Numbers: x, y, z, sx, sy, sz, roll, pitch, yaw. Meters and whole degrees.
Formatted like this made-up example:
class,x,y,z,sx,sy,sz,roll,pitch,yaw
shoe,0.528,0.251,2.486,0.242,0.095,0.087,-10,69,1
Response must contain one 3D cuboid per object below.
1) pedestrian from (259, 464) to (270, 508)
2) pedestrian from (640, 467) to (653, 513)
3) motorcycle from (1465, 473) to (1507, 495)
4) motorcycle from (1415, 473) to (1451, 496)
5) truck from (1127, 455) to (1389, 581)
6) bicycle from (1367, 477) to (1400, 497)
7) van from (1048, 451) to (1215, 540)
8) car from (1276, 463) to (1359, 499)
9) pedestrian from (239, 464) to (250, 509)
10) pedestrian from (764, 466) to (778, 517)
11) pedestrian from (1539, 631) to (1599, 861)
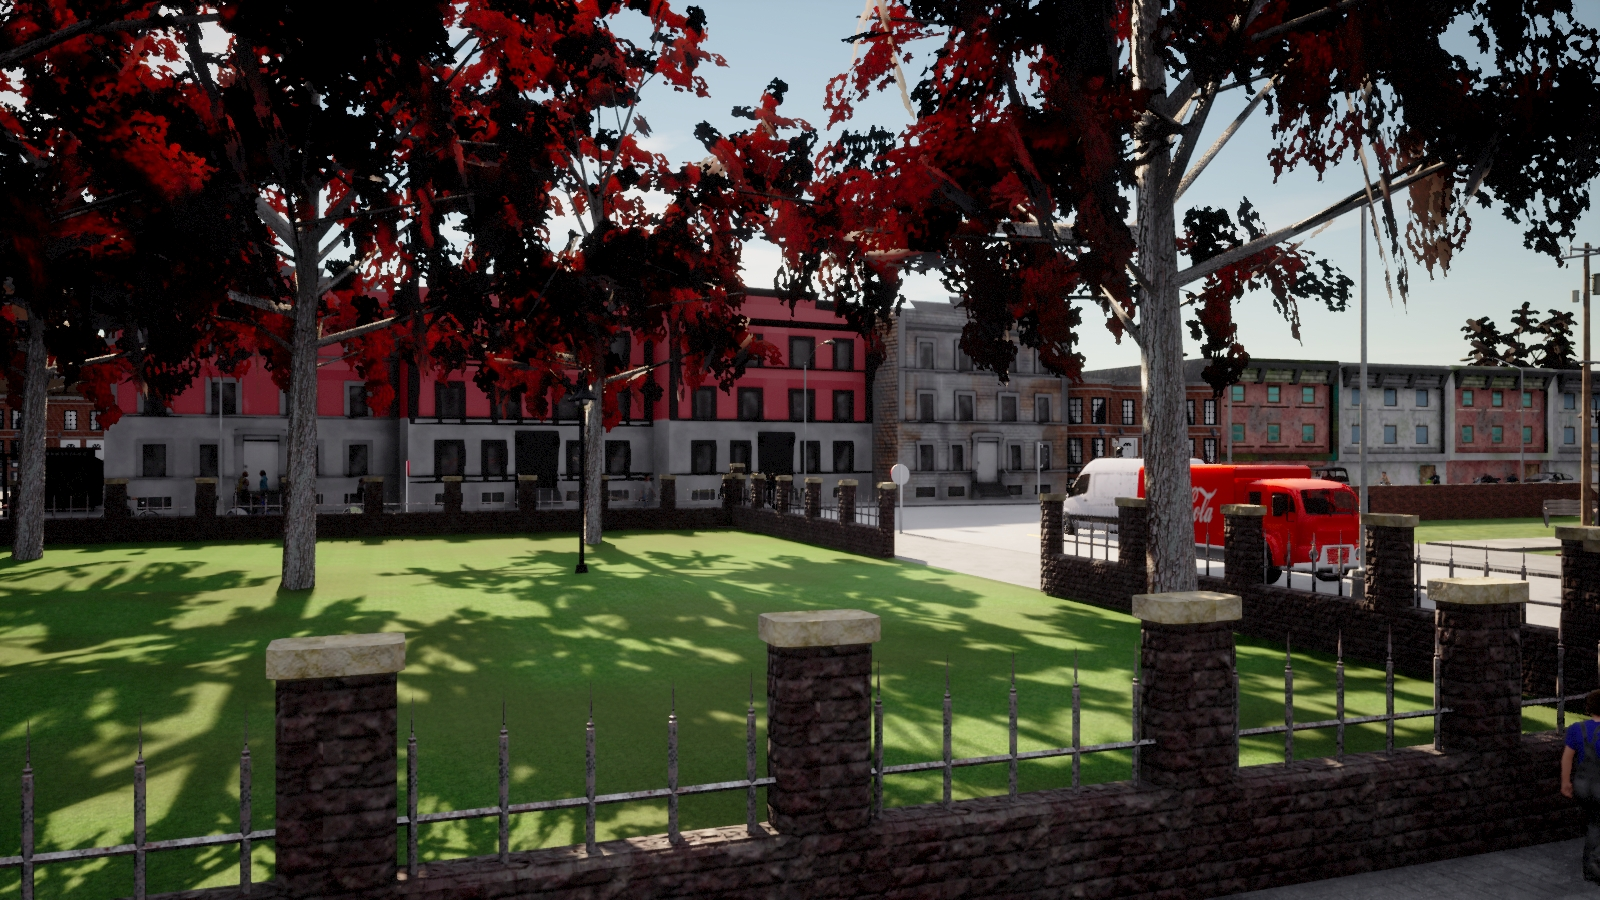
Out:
class,x,y,z,sx,sy,sz,roll,pitch,yaw
pedestrian,-22.898,1.522,48.854,0.375,1.860,0.375,0,0,-18
pedestrian,-6.265,1.628,46.592,0.375,1.860,0.375,0,0,-43
motorcycle,39.853,1.985,66.375,2.209,1.251,0.867,0,0,-20
motorcycle,36.002,1.962,64.979,1.805,1.236,0.856,0,0,-20
truck,9.964,1.348,25.442,2.627,2.467,5.204,0,0,-20
bicycle,32.543,2.036,63.766,1.487,1.080,0.859,0,0,-20
van,10.317,1.314,36.174,1.988,2.561,5.915,0,0,-20
car,28.140,1.638,62.162,3.866,1.878,1.905,0,0,-20
pedestrian,-23.339,1.524,47.991,0.375,1.860,0.375,0,0,-18
pedestrian,-1.063,1.526,41.908,0.375,1.860,0.375,0,0,33
pedestrian,4.878,1.806,7.060,0.375,1.300,0.375,0,0,-23
